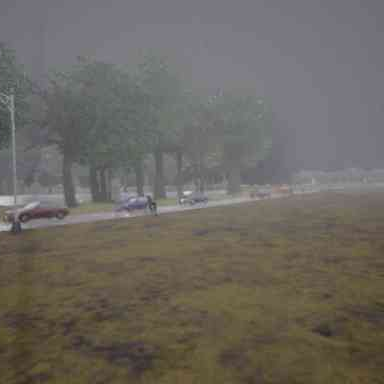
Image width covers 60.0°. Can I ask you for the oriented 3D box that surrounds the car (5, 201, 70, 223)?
[{"bbox_3d":[-11.555,1.462,25.110,1.812,1.442,4.674,-2,0,35],"label":"car"}]

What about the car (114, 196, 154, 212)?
[{"bbox_3d":[-5.670,1.198,33.409,1.812,1.442,4.674,-2,1,35],"label":"car"}]

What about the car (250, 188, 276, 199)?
[{"bbox_3d":[10.581,0.202,51.275,2.128,1.511,4.902,-2,1,35],"label":"car"}]

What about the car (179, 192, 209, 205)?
[{"bbox_3d":[0.256,0.802,41.777,2.128,1.511,4.902,-2,1,35],"label":"car"}]

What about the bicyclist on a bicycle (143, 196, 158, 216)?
[{"bbox_3d":[-3.322,1.117,26.383,1.656,1.620,0.582,-1,1,35],"label":"bicyclist on a bicycle"}]

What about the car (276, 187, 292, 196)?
[{"bbox_3d":[16.546,-0.221,59.710,1.882,1.535,5.008,-2,1,35],"label":"car"}]
